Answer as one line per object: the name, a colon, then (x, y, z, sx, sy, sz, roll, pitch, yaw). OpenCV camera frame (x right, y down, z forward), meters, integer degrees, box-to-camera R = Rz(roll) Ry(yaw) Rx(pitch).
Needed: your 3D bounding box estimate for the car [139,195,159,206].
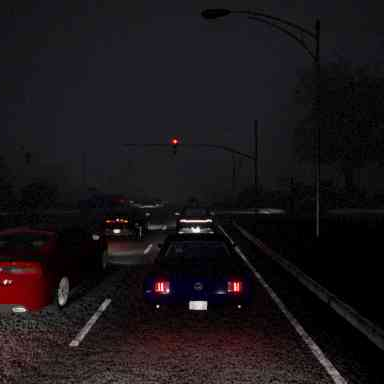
car: (-6.956, 1.564, 54.686, 1.994, 1.385, 4.181, 0, 0, -1)

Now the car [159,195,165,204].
car: (-6.890, 1.601, 63.447, 1.895, 1.301, 4.718, 0, 0, 1)

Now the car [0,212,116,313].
car: (-3.382, 1.478, 7.788, 1.882, 1.535, 5.008, 0, 0, 0)

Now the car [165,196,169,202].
car: (-6.821, 1.478, 73.208, 1.882, 1.535, 5.008, 0, 0, 0)

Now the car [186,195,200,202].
car: (0.163, 1.505, 54.380, 1.837, 1.490, 4.892, 0, 0, 1)

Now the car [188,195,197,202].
car: (0.192, 1.525, 78.348, 2.128, 1.511, 4.902, 0, 0, 0)

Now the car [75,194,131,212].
car: (-10.200, 1.221, 37.537, 5.566, 2.045, 2.150, 0, 0, 3)

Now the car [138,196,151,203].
car: (-10.322, 1.540, 72.520, 2.033, 1.411, 5.357, 0, 0, 0)

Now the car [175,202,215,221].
car: (0.151, 1.491, 17.023, 2.128, 1.511, 4.902, 0, 0, -1)

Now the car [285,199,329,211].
car: (13.678, 1.526, 39.642, 4.674, 1.442, 1.812, 0, 0, 5)

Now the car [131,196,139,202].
car: (-10.484, 1.491, 53.168, 2.128, 1.511, 4.902, 0, 0, 1)

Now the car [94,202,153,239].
car: (-3.358, 1.505, 17.286, 1.837, 1.490, 4.892, 0, 0, 0)

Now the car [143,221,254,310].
car: (0.119, 1.601, 7.761, 1.895, 1.301, 4.718, 0, 0, 0)

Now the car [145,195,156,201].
car: (-10.295, 1.540, 82.824, 2.033, 1.411, 5.357, 0, 0, 0)

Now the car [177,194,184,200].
car: (-3.222, 1.328, 95.054, 1.882, 1.535, 5.008, 0, 0, 1)

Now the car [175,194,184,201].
car: (-3.289, 1.532, 84.646, 2.033, 1.411, 5.357, 0, 0, 0)

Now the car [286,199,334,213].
car: (12.808, 1.490, 36.188, 4.902, 1.511, 2.128, 0, 0, 3)

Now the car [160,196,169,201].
car: (-6.794, 1.595, 83.191, 1.895, 1.301, 4.718, 0, 0, 0)
